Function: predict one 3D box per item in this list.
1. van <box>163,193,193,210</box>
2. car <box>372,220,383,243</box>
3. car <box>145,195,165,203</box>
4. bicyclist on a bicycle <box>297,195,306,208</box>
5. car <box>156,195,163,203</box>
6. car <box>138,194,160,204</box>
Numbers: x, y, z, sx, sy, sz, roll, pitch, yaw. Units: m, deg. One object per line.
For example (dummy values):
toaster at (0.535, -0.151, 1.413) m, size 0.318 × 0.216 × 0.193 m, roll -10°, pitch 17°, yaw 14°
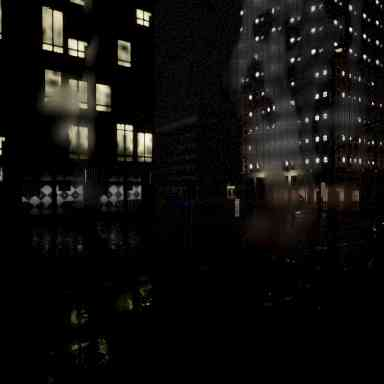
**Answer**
van at (-1.474, 1.210, 40.252) m, size 1.690 × 1.788 × 3.998 m, roll 0°, pitch 0°, yaw -34°
car at (9.959, 1.472, 14.822) m, size 5.008 × 1.535 × 1.882 m, roll 0°, pitch 0°, yaw -36°
car at (-6.996, 1.238, 63.289) m, size 1.887 × 1.381 × 4.507 m, roll 0°, pitch 0°, yaw -34°
bicyclist on a bicycle at (12.917, 1.117, 39.213) m, size 1.656 × 1.620 × 0.582 m, roll -1°, pitch 1°, yaw -34°
car at (-3.883, 1.035, 58.707) m, size 2.192 × 1.841 × 5.009 m, roll 0°, pitch 0°, yaw -34°
car at (-7.817, 1.204, 59.876) m, size 1.882 × 1.535 × 5.008 m, roll -1°, pitch 0°, yaw -34°
